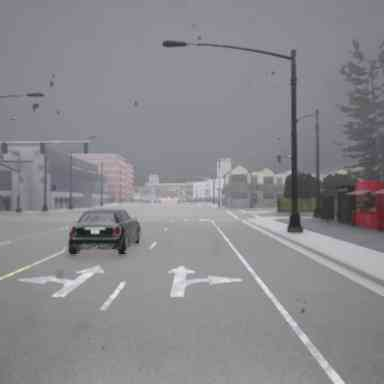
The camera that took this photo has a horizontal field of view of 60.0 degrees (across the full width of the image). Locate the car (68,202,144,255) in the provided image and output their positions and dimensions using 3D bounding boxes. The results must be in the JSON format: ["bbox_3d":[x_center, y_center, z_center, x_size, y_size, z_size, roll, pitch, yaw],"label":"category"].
[{"bbox_3d":[-3.490,1.486,14.095,2.097,1.767,4.553,0,-1,0],"label":"car"}]
